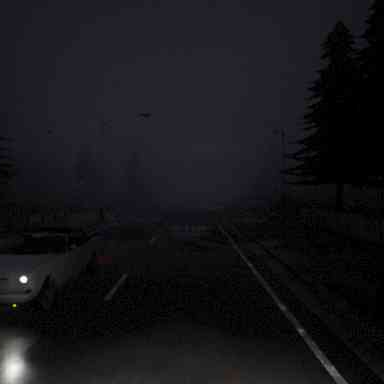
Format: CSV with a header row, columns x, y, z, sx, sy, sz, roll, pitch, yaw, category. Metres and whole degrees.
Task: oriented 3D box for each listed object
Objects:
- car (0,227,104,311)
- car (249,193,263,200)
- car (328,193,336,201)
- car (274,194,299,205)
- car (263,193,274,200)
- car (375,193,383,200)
x,y,z,sx,sy,sz,roll,pitch,yaw,category
-3.586,1.561,7.811,1.895,1.301,4.718,0,0,0,car
14.119,0.960,75.177,2.007,1.523,4.514,0,0,0,car
29.035,0.978,67.425,1.845,1.501,3.633,0,0,0,car
13.901,1.125,49.145,1.845,1.501,3.633,0,0,0,car
17.256,0.950,75.202,2.152,1.636,5.027,0,0,0,car
39.027,0.957,67.296,2.007,1.523,4.514,0,0,0,car
